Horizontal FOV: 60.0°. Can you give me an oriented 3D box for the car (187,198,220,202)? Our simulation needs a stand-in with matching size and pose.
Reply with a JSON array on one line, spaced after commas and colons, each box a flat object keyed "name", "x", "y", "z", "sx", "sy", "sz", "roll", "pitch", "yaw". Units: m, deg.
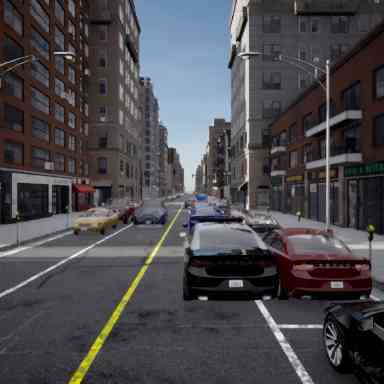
[{"name": "car", "x": 0.779, "y": 1.481, "z": 24.423, "sx": 1.882, "sy": 1.535, "sz": 5.008, "roll": 0, "pitch": 0, "yaw": 0}]

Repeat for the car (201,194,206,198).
[{"name": "car", "x": 2.550, "y": 1.447, "z": 46.878, "sx": 1.967, "sy": 1.590, "sz": 4.097, "roll": 0, "pitch": 0, "yaw": 0}]

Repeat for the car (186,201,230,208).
[{"name": "car", "x": 0.790, "y": 1.480, "z": 18.423, "sx": 1.882, "sy": 1.535, "sz": 5.008, "roll": 0, "pitch": 0, "yaw": 0}]

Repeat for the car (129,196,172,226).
[{"name": "car", "x": -2.792, "y": 1.355, "z": 23.428, "sx": 2.097, "sy": 1.767, "sz": 4.553, "roll": 0, "pitch": 0, "yaw": 0}]

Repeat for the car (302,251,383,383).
[{"name": "car", "x": 2.632, "y": 1.566, "z": 2.727, "sx": 1.947, "sy": 1.339, "sz": 4.313, "roll": 0, "pitch": 0, "yaw": 0}]

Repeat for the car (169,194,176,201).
[{"name": "car", "x": -5.535, "y": 1.562, "z": 79.455, "sx": 2.008, "sy": 1.369, "sz": 4.403, "roll": 0, "pitch": 0, "yaw": 0}]

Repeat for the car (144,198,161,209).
[{"name": "car", "x": -5.475, "y": 1.532, "z": 46.685, "sx": 1.752, "sy": 1.417, "sz": 4.829, "roll": 0, "pitch": 0, "yaw": 0}]

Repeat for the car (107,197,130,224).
[{"name": "car", "x": -5.434, "y": 1.318, "z": 24.781, "sx": 2.192, "sy": 1.841, "sz": 5.009, "roll": 0, "pitch": 0, "yaw": 0}]

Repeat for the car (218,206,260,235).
[{"name": "car", "x": 2.601, "y": 1.584, "z": 19.284, "sx": 1.802, "sy": 1.307, "sz": 4.206, "roll": 0, "pitch": 0, "yaw": 0}]

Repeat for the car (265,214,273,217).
[{"name": "car", "x": 2.611, "y": 1.552, "z": 13.765, "sx": 2.008, "sy": 1.369, "sz": 4.403, "roll": 0, "pitch": 0, "yaw": 0}]

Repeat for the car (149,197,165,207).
[{"name": "car", "x": -5.485, "y": 1.559, "z": 52.373, "sx": 2.008, "sy": 1.369, "sz": 4.403, "roll": 0, "pitch": 0, "yaw": 0}]

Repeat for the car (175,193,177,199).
[{"name": "car", "x": -5.545, "y": 1.556, "z": 85.136, "sx": 1.887, "sy": 1.381, "sz": 4.507, "roll": 0, "pitch": 0, "yaw": 0}]

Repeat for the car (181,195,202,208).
[{"name": "car", "x": -0.063, "y": 1.498, "z": 46.417, "sx": 2.128, "sy": 1.511, "sz": 4.902, "roll": 0, "pitch": 0, "yaw": 0}]

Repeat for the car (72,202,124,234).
[{"name": "car", "x": -5.419, "y": 1.527, "z": 19.095, "sx": 1.752, "sy": 1.417, "sz": 4.829, "roll": 0, "pitch": 0, "yaw": 0}]

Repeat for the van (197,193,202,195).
[{"name": "van", "x": 2.490, "y": 1.352, "z": 79.478, "sx": 1.690, "sy": 1.788, "sz": 3.998, "roll": 0, "pitch": 0, "yaw": 0}]

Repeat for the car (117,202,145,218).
[{"name": "car", "x": -5.444, "y": 1.586, "z": 30.300, "sx": 1.802, "sy": 1.307, "sz": 4.206, "roll": 0, "pitch": 0, "yaw": 0}]

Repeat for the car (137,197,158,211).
[{"name": "car", "x": -5.465, "y": 1.446, "z": 41.337, "sx": 1.967, "sy": 1.590, "sz": 4.097, "roll": 0, "pitch": 0, "yaw": 0}]

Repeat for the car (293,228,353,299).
[{"name": "car", "x": 2.621, "y": 1.545, "z": 8.246, "sx": 1.887, "sy": 1.381, "sz": 4.507, "roll": 0, "pitch": 0, "yaw": 0}]

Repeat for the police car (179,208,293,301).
[{"name": "police car", "x": 0.712, "y": 1.426, "z": 8.514, "sx": 1.930, "sy": 1.638, "sz": 5.238, "roll": 0, "pitch": 0, "yaw": -2}]
